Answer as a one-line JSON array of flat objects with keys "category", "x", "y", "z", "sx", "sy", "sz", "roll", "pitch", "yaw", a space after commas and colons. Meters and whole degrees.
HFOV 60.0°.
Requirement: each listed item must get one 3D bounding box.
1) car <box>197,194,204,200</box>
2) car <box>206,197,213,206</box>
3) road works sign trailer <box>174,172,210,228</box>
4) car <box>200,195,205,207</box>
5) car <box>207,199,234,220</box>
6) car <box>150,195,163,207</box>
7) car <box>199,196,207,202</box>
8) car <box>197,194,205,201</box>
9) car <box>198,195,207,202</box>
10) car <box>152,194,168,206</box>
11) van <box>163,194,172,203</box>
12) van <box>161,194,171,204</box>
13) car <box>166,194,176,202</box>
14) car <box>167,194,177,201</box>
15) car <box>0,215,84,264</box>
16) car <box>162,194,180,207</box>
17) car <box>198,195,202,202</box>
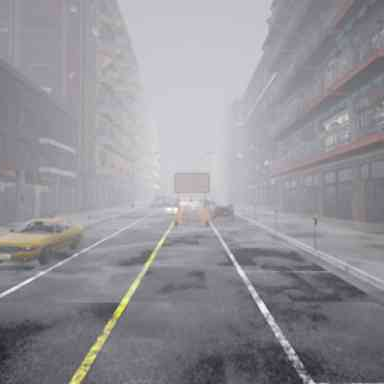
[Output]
[{"category": "car", "x": 2.586, "y": 1.643, "z": 72.799, "sx": 1.887, "sy": 1.381, "sz": 4.507, "roll": 1, "pitch": 0, "yaw": 0}, {"category": "car", "x": 2.586, "y": 1.537, "z": 34.255, "sx": 1.752, "sy": 1.417, "sz": 4.829, "roll": 1, "pitch": 0, "yaw": 0}, {"category": "road works sign trailer", "x": -0.008, "y": 0.464, "z": 22.234, "sx": 2.380, "sy": 3.560, "sz": 2.880, "roll": 0, "pitch": 0, "yaw": 0}, {"category": "car", "x": 2.586, "y": 1.586, "z": 50.676, "sx": 1.887, "sy": 1.381, "sz": 4.507, "roll": 1, "pitch": 0, "yaw": 0}, {"category": "car", "x": 2.586, "y": 1.550, "z": 28.553, "sx": 1.887, "sy": 1.381, "sz": 4.507, "roll": 1, "pitch": 0, "yaw": 0}, {"category": "car", "x": -5.294, "y": 1.566, "z": 50.569, "sx": 1.752, "sy": 1.417, "sz": 4.829, "roll": 2, "pitch": 0, "yaw": 0}, {"category": "car", "x": 2.586, "y": 1.662, "z": 78.329, "sx": 1.887, "sy": 1.381, "sz": 4.507, "roll": 1, "pitch": 0, "yaw": 0}, {"category": "car", "x": 2.557, "y": 1.497, "z": 94.923, "sx": 2.192, "sy": 1.841, "sz": 5.009, "roll": 1, "pitch": 0, "yaw": 0}, {"category": "car", "x": 2.596, "y": 1.578, "z": 83.861, "sx": 1.967, "sy": 1.590, "sz": 4.097, "roll": 1, "pitch": 0, "yaw": 0}, {"category": "car", "x": -5.288, "y": 1.367, "z": 56.271, "sx": 2.192, "sy": 1.841, "sz": 5.009, "roll": 2, "pitch": 0, "yaw": 0}, {"category": "van", "x": -5.289, "y": 1.439, "z": 72.862, "sx": 1.690, "sy": 1.788, "sz": 3.998, "roll": 1, "pitch": 0, "yaw": 0}, {"category": "van", "x": -5.289, "y": 1.421, "z": 67.330, "sx": 1.690, "sy": 1.788, "sz": 3.998, "roll": 2, "pitch": 0, "yaw": 0}, {"category": "car", "x": -5.289, "y": 1.452, "z": 83.922, "sx": 2.192, "sy": 1.841, "sz": 5.009, "roll": 1, "pitch": 0, "yaw": 0}, {"category": "car", "x": -5.288, "y": 1.474, "z": 89.452, "sx": 2.192, "sy": 1.841, "sz": 5.009, "roll": 1, "pitch": 0, "yaw": 0}, {"category": "car", "x": -5.293, "y": 1.521, "z": 11.862, "sx": 1.752, "sy": 1.417, "sz": 4.829, "roll": 2, "pitch": 0, "yaw": 0}, {"category": "car", "x": -2.830, "y": 1.531, "z": 50.159, "sx": 2.128, "sy": 1.511, "sz": 4.902, "roll": 0, "pitch": 0, "yaw": 0}, {"category": "car", "x": 2.585, "y": 1.603, "z": 56.207, "sx": 2.008, "sy": 1.369, "sz": 4.403, "roll": 1, "pitch": 0, "yaw": 0}]
